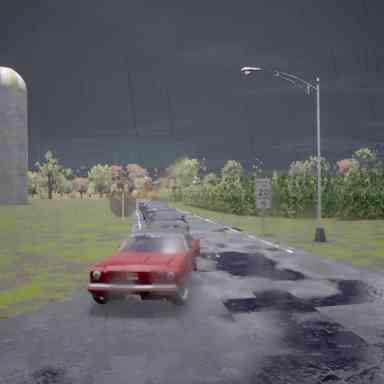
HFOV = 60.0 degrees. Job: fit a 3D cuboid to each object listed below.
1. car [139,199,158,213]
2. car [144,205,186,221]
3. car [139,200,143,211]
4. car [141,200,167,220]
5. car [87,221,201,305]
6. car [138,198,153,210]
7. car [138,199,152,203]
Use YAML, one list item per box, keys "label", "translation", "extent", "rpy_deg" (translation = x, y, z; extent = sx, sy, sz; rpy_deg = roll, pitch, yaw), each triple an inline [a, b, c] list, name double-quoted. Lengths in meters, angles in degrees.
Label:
- label: "car"
  translation: [-5.608, 1.682, 42.084]
  extent: [2.128, 1.511, 4.902]
  rpy_deg: [-1, 0, -10]
- label: "car"
  translation: [-1.353, 1.649, 17.798]
  extent: [1.994, 1.385, 4.181]
  rpy_deg: [-1, 0, -10]
- label: "car"
  translation: [-3.417, 1.700, 29.866]
  extent: [1.994, 1.385, 4.181]
  rpy_deg: [-1, 0, -10]
- label: "car"
  translation: [-2.305, 1.600, 23.444]
  extent: [2.128, 1.511, 4.902]
  rpy_deg: [-1, 0, -10]
- label: "car"
  translation: [-0.882, 1.661, 8.414]
  extent: [1.895, 1.301, 4.718]
  rpy_deg: [-1, 0, 6]
- label: "car"
  translation: [-6.733, 1.695, 48.170]
  extent: [1.882, 1.535, 5.008]
  rpy_deg: [-1, 0, -11]
- label: "car"
  translation: [-4.454, 1.709, 35.732]
  extent: [2.033, 1.411, 5.357]
  rpy_deg: [-1, 0, -10]
